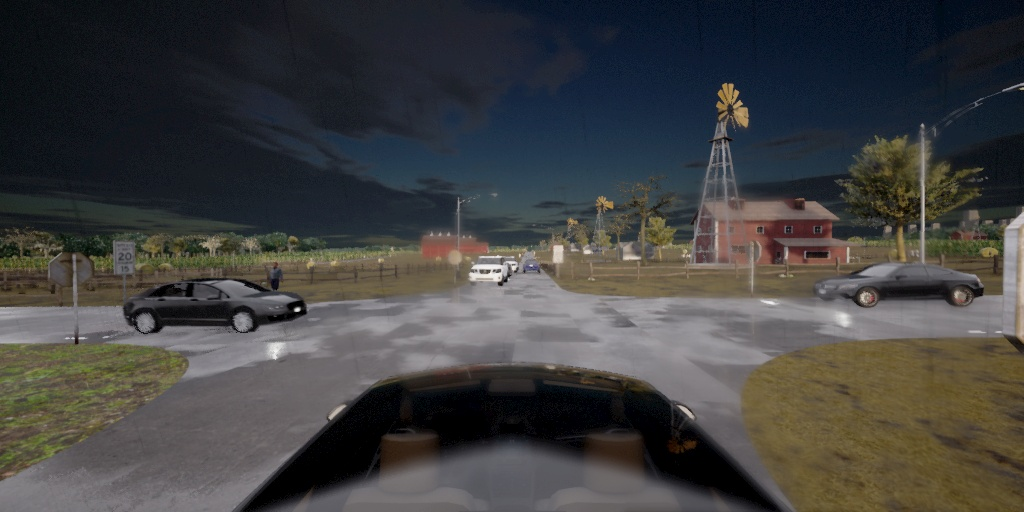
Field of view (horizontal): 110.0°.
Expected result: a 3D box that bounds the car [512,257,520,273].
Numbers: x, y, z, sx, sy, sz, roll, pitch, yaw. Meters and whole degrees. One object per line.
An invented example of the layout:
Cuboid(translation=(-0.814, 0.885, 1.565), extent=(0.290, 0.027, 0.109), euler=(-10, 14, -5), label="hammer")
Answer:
Cuboid(translation=(-0.416, 1.098, 46.252), extent=(2.150, 2.045, 5.566), euler=(0, 0, 3), label="car")

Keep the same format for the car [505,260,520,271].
Cuboid(translation=(0.138, 1.463, 56.521), extent=(2.128, 1.511, 4.902), euler=(0, -1, 3), label="car")

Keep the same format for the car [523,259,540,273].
Cuboid(translation=(2.564, 1.235, 46.984), extent=(2.097, 1.767, 4.553), euler=(0, 0, 3), label="car")

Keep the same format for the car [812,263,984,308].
Cuboid(translation=(13.424, 0.969, 12.638), extent=(4.674, 1.442, 1.812), euler=(-1, 1, 5), label="car")

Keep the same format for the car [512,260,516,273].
Cuboid(translation=(-0.946, 1.356, 35.961), extent=(2.033, 1.411, 5.357), euler=(0, 0, 3), label="car")

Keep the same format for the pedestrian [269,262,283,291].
Cuboid(translation=(-11.234, 1.184, 17.009), extent=(0.375, 1.860, 0.375), euler=(0, 2, 3), label="pedestrian")

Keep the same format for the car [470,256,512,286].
Cuboid(translation=(-1.524, 0.989, 25.700), extent=(2.150, 2.045, 5.566), euler=(0, 0, 5), label="car")

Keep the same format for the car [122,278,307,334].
Cuboid(translation=(-8.877, 1.433, 10.895), extent=(4.892, 1.490, 1.837), euler=(-2, 1, 3), label="car")
